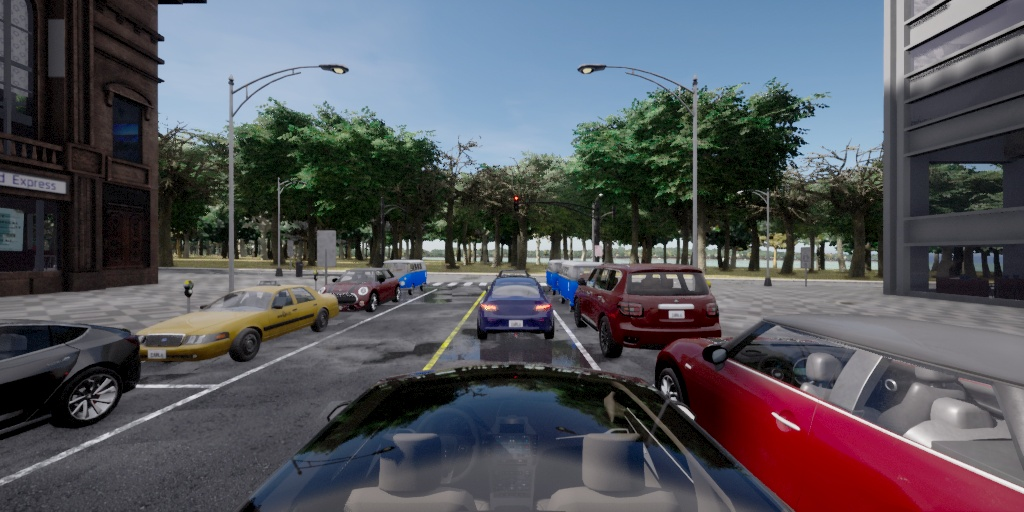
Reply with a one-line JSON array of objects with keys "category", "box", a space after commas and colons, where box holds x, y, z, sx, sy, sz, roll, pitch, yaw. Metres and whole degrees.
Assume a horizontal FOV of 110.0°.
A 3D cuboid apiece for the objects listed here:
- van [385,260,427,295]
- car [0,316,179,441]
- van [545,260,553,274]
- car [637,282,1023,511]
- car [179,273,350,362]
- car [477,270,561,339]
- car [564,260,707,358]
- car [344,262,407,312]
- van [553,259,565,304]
[{"category": "van", "box": [-5.766, 1.091, 19.274, 1.690, 1.789, 3.998, 0, 0, 0]}, {"category": "car", "box": [-5.763, 1.316, 2.961, 1.948, 1.339, 4.313, 0, 0, 0]}, {"category": "van", "box": [2.759, 1.092, 19.276, 1.690, 1.789, 3.998, 0, 0, 0]}, {"category": "car", "box": [2.763, 1.190, 2.963, 1.967, 1.591, 4.097, 0, 0, 0]}, {"category": "car", "box": [-5.764, 1.275, 8.229, 1.751, 1.417, 4.829, 0, 0, 0]}, {"category": "car", "box": [0.097, 1.276, 9.938, 1.812, 1.442, 4.674, 0, 0, 0]}, {"category": "car", "box": [2.761, 1.065, 8.401, 2.192, 1.841, 5.009, 0, 0, 0]}, {"category": "car", "box": [-5.765, 1.190, 13.836, 1.967, 1.591, 4.097, 0, 0, 0]}, {"category": "van", "box": [2.760, 1.091, 13.838, 1.690, 1.789, 3.998, 0, 0, 0]}]
